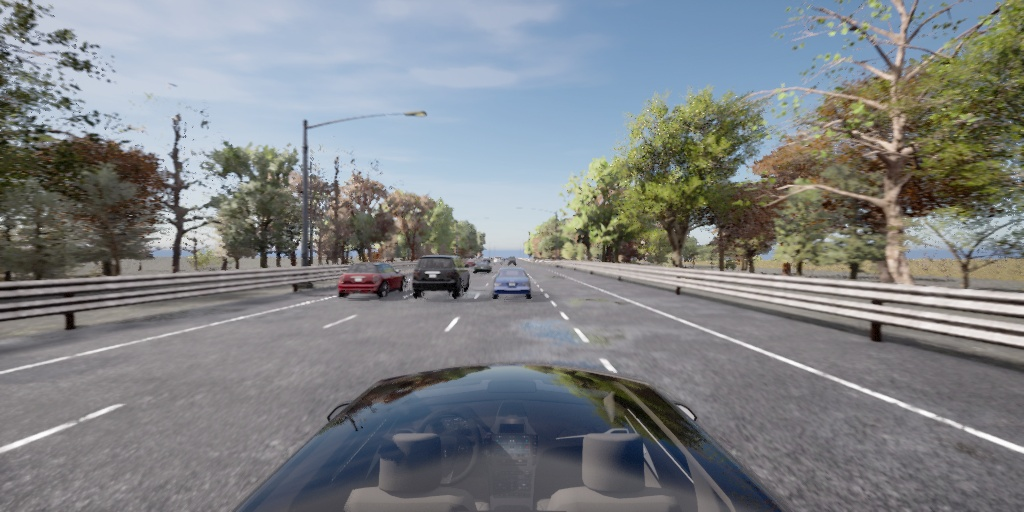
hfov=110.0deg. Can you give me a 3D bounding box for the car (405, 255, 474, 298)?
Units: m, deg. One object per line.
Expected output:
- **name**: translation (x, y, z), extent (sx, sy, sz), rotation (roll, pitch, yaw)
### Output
- **car**: translation (-3.500, 0.978, 18.546), extent (2.150, 2.045, 5.566), rotation (0, 0, 0)

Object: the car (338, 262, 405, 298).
- **car**: translation (-6.999, 1.108, 18.476), extent (2.097, 1.767, 4.553), rotation (0, 0, 0)

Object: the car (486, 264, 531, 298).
- **car**: translation (0.003, 1.304, 18.402), extent (2.033, 1.411, 5.357), rotation (0, 0, 0)

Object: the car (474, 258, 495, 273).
- **car**: translation (-3.501, 1.334, 44.165), extent (1.994, 1.385, 4.181), rotation (0, 0, 0)
